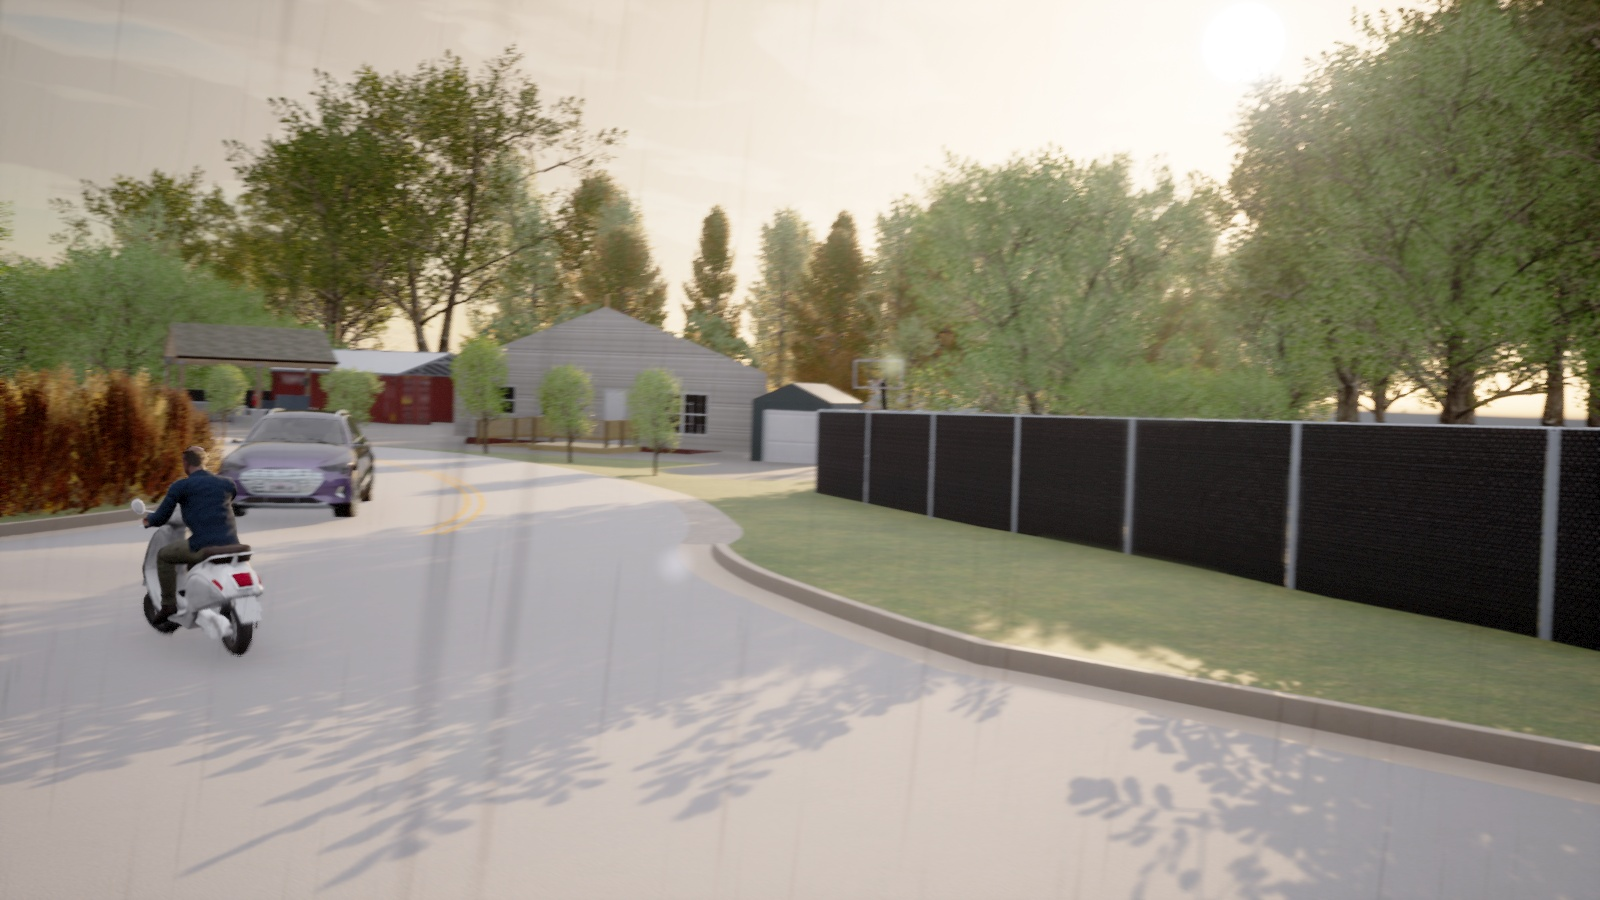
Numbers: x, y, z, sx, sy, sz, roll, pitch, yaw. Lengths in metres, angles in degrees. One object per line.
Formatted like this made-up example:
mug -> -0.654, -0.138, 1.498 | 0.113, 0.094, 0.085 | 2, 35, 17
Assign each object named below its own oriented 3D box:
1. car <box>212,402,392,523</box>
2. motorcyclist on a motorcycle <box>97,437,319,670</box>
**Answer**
car -> -7.927, 0.100, 20.443 | 2.033, 1.649, 4.856 | 1, 3, -14
motorcyclist on a motorcycle -> -4.687, 0.736, 9.905 | 1.817, 1.590, 0.866 | 2, 5, 41
